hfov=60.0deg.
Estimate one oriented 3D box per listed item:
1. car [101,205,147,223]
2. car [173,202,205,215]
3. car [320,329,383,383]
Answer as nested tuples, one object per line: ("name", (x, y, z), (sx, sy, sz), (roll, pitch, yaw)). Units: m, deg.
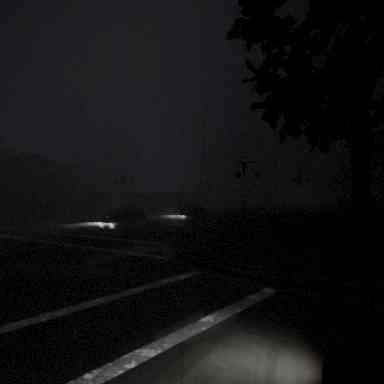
("car", (-5.856, 1.848, 28.969), (1.994, 1.385, 4.181), (-1, -1, 34))
("car", (-0.263, 1.851, 37.251), (1.994, 1.385, 4.181), (-1, -1, 34))
("car", (3.126, 1.504, 1.751), (4.674, 1.442, 1.812), (-1, 0, 36))
